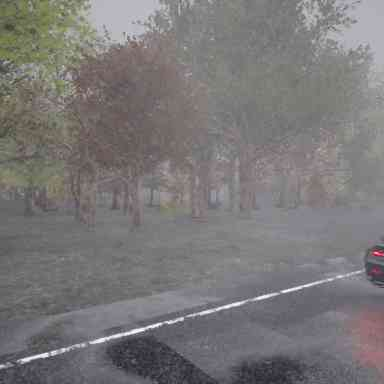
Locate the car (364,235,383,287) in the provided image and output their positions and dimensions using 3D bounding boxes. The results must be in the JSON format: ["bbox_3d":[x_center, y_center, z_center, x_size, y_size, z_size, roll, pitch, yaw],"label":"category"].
[{"bbox_3d":[6.087,1.507,8.087,4.892,1.490,1.837,0,0,-35],"label":"car"}]
